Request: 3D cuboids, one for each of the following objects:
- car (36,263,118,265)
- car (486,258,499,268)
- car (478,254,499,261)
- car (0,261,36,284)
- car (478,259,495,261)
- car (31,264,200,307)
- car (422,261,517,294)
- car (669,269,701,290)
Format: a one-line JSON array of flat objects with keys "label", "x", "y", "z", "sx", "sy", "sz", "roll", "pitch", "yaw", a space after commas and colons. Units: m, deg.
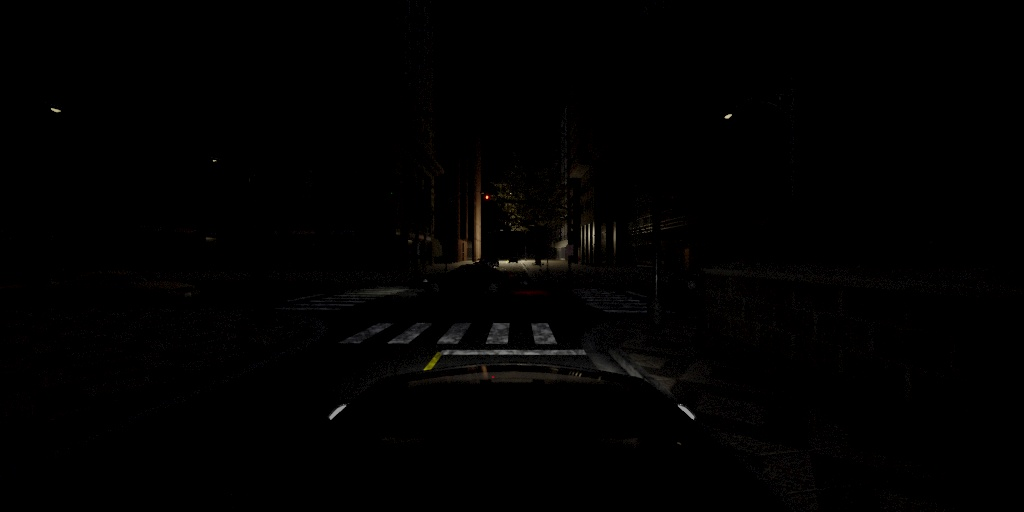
[{"label": "car", "x": -26.235, "y": 1.065, "z": 22.471, "sx": 4.313, "sy": 1.339, "sz": 1.948, "roll": 0, "pitch": 0, "yaw": 1}, {"label": "car", "x": -2.893, "y": 1.058, "z": 54.377, "sx": 1.812, "sy": 1.442, "sz": 4.674, "roll": 0, "pitch": 0, "yaw": 0}, {"label": "car", "x": -2.946, "y": 0.830, "z": 44.215, "sx": 2.150, "sy": 2.045, "sz": 5.566, "roll": 0, "pitch": 0, "yaw": -1}, {"label": "car", "x": -31.852, "y": 0.974, "z": 22.524, "sx": 4.507, "sy": 1.381, "sz": 1.888, "roll": 0, "pitch": 0, "yaw": 1}, {"label": "car", "x": -2.981, "y": 1.274, "z": 34.402, "sx": 1.895, "sy": 1.301, "sz": 4.718, "roll": 0, "pitch": 0, "yaw": 0}, {"label": "car", "x": -14.896, "y": 1.146, "z": 13.836, "sx": 4.829, "sy": 1.417, "sz": 1.751, "roll": 0, "pitch": 0, "yaw": 1}, {"label": "car", "x": -2.359, "y": 1.215, "z": 19.577, "sx": 5.008, "sy": 1.535, "sz": 1.882, "roll": 0, "pitch": 0, "yaw": 1}, {"label": "car", "x": 11.998, "y": 1.381, "z": 22.105, "sx": 4.403, "sy": 1.370, "sz": 2.007, "roll": 0, "pitch": 0, "yaw": 1}]
